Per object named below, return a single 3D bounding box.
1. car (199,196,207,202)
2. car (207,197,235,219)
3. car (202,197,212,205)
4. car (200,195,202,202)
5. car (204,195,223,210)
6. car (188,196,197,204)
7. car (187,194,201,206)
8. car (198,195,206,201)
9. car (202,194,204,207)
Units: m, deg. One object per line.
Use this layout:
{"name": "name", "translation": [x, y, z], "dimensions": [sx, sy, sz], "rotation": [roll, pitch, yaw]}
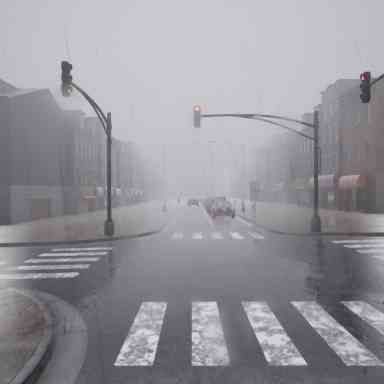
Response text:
{"name": "car", "translation": [2.768, 1.799, 83.714], "dimensions": [1.802, 1.307, 4.206], "rotation": [-1, 0, 0]}
{"name": "car", "translation": [2.678, 1.472, 29.691], "dimensions": [1.967, 1.590, 4.097], "rotation": [-1, 0, 0]}
{"name": "car", "translation": [2.732, 1.653, 62.275], "dimensions": [1.752, 1.417, 4.829], "rotation": [-1, 0, 0]}
{"name": "car", "translation": [2.713, 1.529, 51.301], "dimensions": [1.967, 1.590, 4.097], "rotation": [-1, 0, 0]}
{"name": "car", "translation": [2.686, 1.359, 35.094], "dimensions": [2.192, 1.841, 5.009], "rotation": [-1, 0, 0]}
{"name": "car", "translation": [0.199, 1.658, 68.829], "dimensions": [1.837, 1.490, 4.892], "rotation": [0, 0, 1]}
{"name": "car", "translation": [0.193, 1.610, 56.487], "dimensions": [1.837, 1.490, 4.892], "rotation": [0, 0, 0]}
{"name": "car", "translation": [2.784, 1.709, 94.520], "dimensions": [1.967, 1.590, 4.097], "rotation": [-1, 0, 0]}
{"name": "car", "translation": [2.694, 1.373, 40.496], "dimensions": [2.192, 1.841, 5.009], "rotation": [-1, 0, 0]}
